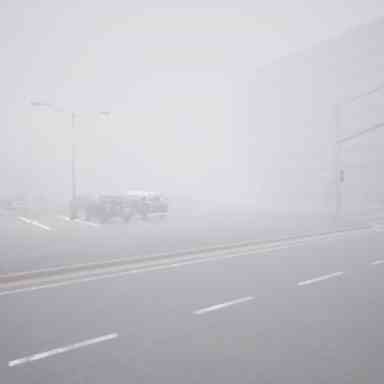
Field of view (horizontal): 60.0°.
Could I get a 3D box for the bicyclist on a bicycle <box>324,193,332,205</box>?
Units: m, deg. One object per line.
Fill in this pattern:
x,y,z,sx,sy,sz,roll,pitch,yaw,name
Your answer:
17.907,0.889,43.736,1.656,1.620,0.582,-1,1,-35,bicyclist on a bicycle

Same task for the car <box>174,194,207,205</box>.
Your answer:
-0.246,1.242,50.399,1.812,1.442,4.674,-1,0,-35,car

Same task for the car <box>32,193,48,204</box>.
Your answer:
-25.860,1.074,56.335,1.932,1.855,4.605,-1,0,-35,car

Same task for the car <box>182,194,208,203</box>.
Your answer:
0.531,1.179,61.643,2.033,1.411,5.357,-1,0,-35,car

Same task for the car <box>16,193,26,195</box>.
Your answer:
-28.259,1.111,54.715,1.905,1.878,3.866,-1,0,-35,car

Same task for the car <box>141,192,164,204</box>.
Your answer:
-7.886,1.201,67.380,1.812,1.442,4.674,-1,0,-35,car

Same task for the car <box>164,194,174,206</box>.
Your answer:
-2.468,1.164,59.822,2.128,1.511,4.902,-1,0,-35,car

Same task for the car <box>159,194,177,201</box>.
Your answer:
-5.032,1.042,69.402,1.994,1.385,4.181,-1,0,-35,car

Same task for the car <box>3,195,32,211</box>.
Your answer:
-20.423,1.383,38.871,1.970,1.475,3.806,-1,0,-35,car
